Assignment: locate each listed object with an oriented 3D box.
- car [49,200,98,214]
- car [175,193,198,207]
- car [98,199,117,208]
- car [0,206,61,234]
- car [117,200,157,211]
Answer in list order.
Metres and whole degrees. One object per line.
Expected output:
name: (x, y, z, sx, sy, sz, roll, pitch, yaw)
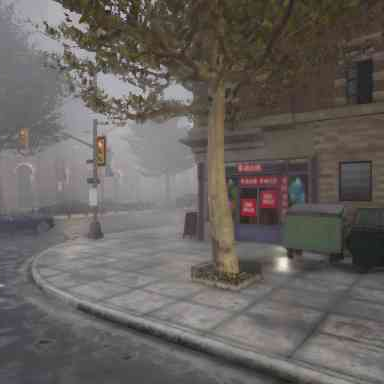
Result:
car: (-12.472, 1.547, 33.122, 2.033, 1.411, 5.357, 0, 0, 36)
car: (-0.237, 1.221, 49.876, 2.150, 2.045, 5.566, 0, 0, 36)
car: (-11.975, 1.595, 45.089, 1.895, 1.301, 4.718, 0, 0, 36)
car: (-9.620, 1.601, 17.162, 1.895, 1.301, 4.718, 0, 0, 40)
car: (-6.576, 1.601, 41.206, 1.895, 1.301, 4.718, 0, 0, 36)
